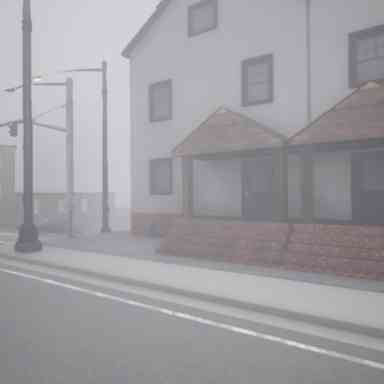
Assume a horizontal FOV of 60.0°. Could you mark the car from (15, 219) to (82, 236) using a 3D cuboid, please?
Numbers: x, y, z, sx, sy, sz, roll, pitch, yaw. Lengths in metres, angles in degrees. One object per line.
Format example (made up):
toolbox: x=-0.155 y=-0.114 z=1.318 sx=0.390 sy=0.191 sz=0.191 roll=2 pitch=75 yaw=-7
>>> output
car: x=-12.075 y=3.027 z=28.568 sx=2.033 sy=1.411 sz=5.357 roll=-1 pitch=-9 yaw=36
